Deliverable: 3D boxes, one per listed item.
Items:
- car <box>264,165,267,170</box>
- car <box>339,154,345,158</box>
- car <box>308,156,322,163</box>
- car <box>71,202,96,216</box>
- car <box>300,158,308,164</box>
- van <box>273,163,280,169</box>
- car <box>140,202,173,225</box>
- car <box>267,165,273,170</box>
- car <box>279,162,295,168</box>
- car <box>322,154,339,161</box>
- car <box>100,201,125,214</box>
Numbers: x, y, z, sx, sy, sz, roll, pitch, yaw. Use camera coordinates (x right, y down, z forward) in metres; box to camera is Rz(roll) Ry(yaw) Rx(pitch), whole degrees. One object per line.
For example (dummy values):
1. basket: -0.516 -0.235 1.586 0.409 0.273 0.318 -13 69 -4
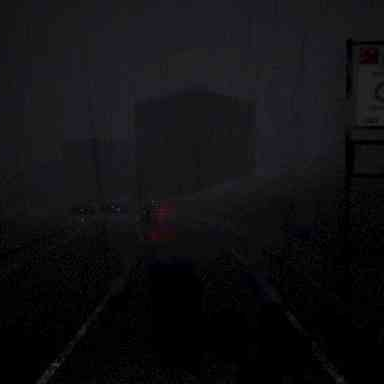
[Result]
1. car: 20.516 -6.035 87.313 2.435 2.045 5.566 0 1 -1
2. car: 21.486 -4.895 43.103 2.185 1.767 4.553 0 1 -1
3. car: 21.241 -5.174 54.266 2.185 1.767 4.553 0 1 -1
4. car: -12.118 1.867 36.915 1.837 1.490 4.892 -1 -1 -32
5. car: 21.120 -5.308 59.784 2.185 1.767 4.553 0 1 -1
6. van: 20.760 -5.782 76.188 1.878 1.987 4.442 0 1 -1
7. car: -2.696 1.516 24.482 2.128 1.511 4.902 -1 -1 -15
8. car: 20.637 -5.635 81.834 2.002 1.452 4.674 0 1 -1
9. car: 20.878 -5.437 70.798 2.231 1.521 4.892 0 1 -1
10. car: 21.366 -4.866 48.597 2.002 1.452 4.674 0 1 -1
11. car: -9.557 1.852 39.734 1.812 1.442 4.674 -1 -1 -31
